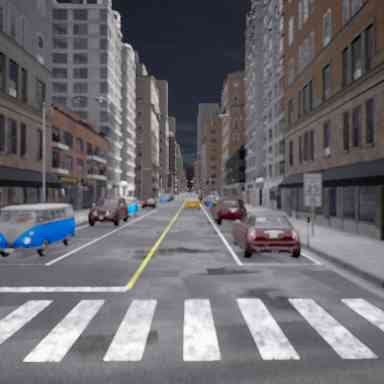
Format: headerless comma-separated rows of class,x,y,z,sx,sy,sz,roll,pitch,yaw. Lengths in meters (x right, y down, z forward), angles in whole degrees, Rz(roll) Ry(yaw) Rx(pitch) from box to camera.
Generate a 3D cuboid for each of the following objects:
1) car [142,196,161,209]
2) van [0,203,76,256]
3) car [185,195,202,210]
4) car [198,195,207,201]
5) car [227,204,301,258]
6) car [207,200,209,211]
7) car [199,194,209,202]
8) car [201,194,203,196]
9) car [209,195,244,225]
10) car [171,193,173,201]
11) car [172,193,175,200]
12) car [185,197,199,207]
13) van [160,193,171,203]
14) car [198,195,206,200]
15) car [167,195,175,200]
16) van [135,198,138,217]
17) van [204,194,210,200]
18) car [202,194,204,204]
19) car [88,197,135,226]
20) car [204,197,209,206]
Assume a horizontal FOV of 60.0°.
car,-5.853,1.560,46.277,1.887,1.381,4.507,0,0,0
van,-5.857,1.357,12.760,1.690,1.788,3.998,0,0,0
car,0.050,1.485,43.331,1.882,1.535,5.008,0,0,0
car,2.676,1.523,85.382,1.947,1.339,4.313,0,0,0
car,2.669,1.441,12.776,1.967,1.590,4.097,0,0,0
car,2.671,1.575,29.531,1.947,1.339,4.313,0,0,0
car,2.675,1.287,74.212,2.192,1.841,5.009,0,0,0
car,3.117,1.337,62.569,2.097,1.767,4.553,0,0,0
car,2.669,1.323,23.947,2.192,1.841,5.009,0,0,0
car,-5.850,1.552,74.207,1.947,1.339,4.313,0,0,0
car,-5.850,1.545,79.794,1.947,1.339,4.313,0,0,0
car,0.004,1.546,53.776,2.033,1.411,5.357,0,0,0
van,-5.851,1.334,68.621,1.690,1.788,3.998,0,0,0
car,2.677,1.515,90.967,1.947,1.339,4.313,0,0,0
car,-5.849,1.509,90.965,1.887,1.381,4.507,0,0,0
van,-5.855,1.365,29.518,1.690,1.788,3.998,0,0,0
van,2.672,1.346,40.702,1.690,1.788,3.998,0,0,0
car,3.149,1.495,55.600,1.837,1.490,4.892,0,0,0
car,-5.856,1.337,23.932,2.192,1.841,5.009,0,0,0
car,2.671,1.558,35.117,2.008,1.369,4.403,0,0,0
